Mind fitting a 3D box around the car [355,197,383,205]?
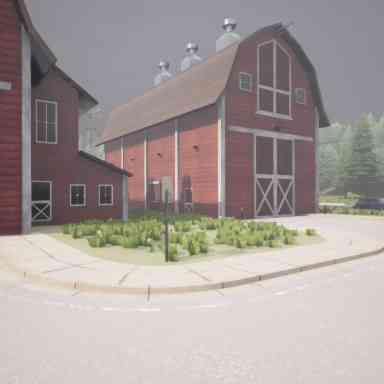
[{"bbox_3d":[20.166,1.386,36.115,2.097,1.767,4.553,0,0,-34],"label":"car"}]
